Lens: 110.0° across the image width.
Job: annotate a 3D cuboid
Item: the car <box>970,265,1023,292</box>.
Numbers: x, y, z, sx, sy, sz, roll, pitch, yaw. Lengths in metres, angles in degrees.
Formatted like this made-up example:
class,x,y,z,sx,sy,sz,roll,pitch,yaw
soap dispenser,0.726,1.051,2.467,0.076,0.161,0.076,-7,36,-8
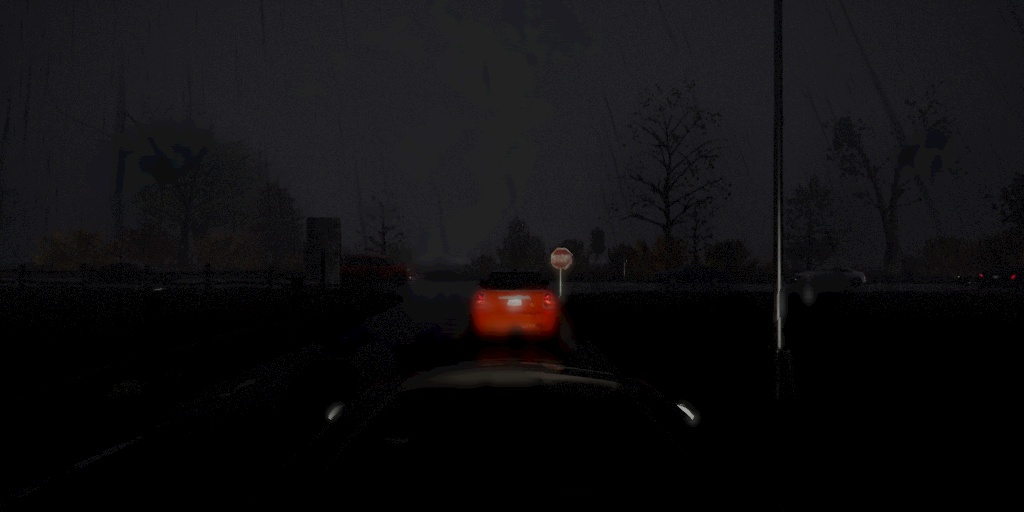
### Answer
class,x,y,z,sx,sy,sz,roll,pitch,yaw
car,33.862,1.416,23.537,4.553,1.767,2.097,0,0,0

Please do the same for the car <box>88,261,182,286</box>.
class,x,y,z,sx,sy,sz,roll,pitch,yaw
car,-24.716,1.117,23.642,5.008,1.535,1.882,0,0,0

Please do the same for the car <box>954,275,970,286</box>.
class,x,y,z,sx,sy,sz,roll,pitch,yaw
car,36.024,1.664,26.473,4.718,1.301,1.895,0,0,0

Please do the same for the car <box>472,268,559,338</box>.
class,x,y,z,sx,sy,sz,roll,pitch,yaw
car,0.064,1.122,10.404,2.097,1.767,4.553,0,0,-1

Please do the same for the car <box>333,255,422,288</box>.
class,x,y,z,sx,sy,sz,roll,pitch,yaw
car,-8.833,0.982,23.611,5.566,2.045,2.150,0,0,0

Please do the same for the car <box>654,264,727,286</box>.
class,x,y,z,sx,sy,sz,roll,pitch,yaw
car,13.107,1.380,26.523,5.008,1.535,1.882,0,0,0

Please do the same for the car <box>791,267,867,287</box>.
class,x,y,z,sx,sy,sz,roll,pitch,yaw
car,23.389,1.501,26.508,4.674,1.442,1.812,0,0,0
